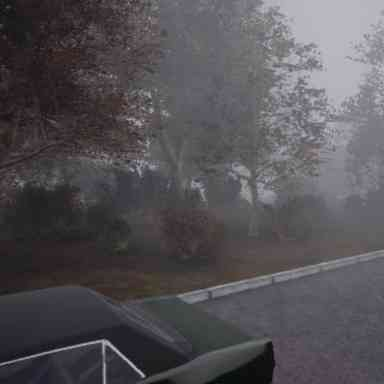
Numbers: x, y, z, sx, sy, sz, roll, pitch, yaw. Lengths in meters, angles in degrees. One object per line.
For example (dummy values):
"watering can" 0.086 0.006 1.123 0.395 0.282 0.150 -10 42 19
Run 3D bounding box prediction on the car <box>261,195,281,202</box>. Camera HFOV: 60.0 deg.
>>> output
"car" 20.242 1.663 85.447 2.231 1.521 4.892 0 0 -35

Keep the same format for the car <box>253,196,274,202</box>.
"car" 17.952 1.712 83.840 2.163 1.488 4.792 -1 0 -36

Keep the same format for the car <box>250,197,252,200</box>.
"car" 13.404 1.729 80.559 2.097 1.535 5.008 -1 0 -36

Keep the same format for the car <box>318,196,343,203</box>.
"car" 32.506 1.625 78.138 2.097 1.535 5.008 0 0 -36

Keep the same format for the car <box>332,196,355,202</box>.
"car" 37.041 1.629 81.375 2.002 1.452 4.674 0 0 -36

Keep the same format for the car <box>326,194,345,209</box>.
"car" 18.044 1.333 42.473 2.150 2.045 5.566 3 -3 -34

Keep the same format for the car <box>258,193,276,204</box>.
"car" 16.735 1.528 66.891 2.435 2.045 5.566 -1 0 -36

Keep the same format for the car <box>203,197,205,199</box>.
"car" 1.991 1.894 72.429 2.163 1.488 4.792 -1 0 -36

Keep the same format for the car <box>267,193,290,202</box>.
"car" 22.543 1.392 87.052 2.435 2.045 5.566 0 0 -36

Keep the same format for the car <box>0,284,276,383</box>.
"car" -1.609 1.601 2.536 4.718 1.301 1.895 0 0 -35
